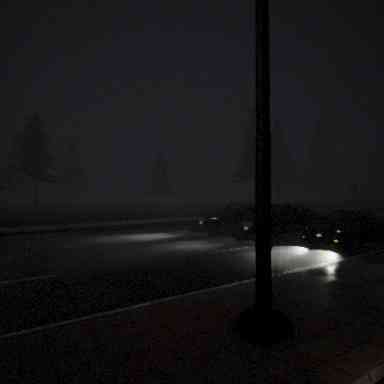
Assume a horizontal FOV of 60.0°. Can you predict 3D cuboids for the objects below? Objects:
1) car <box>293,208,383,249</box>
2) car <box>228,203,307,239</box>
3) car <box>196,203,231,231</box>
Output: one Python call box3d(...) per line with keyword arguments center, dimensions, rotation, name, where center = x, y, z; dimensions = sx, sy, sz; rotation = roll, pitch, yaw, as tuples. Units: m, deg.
box3d(center=(6.534, 1.480, 14.016), dimensions=(4.181, 1.385, 1.994), rotation=(-1, 0, -35), name="car")
box3d(center=(4.520, 1.404, 16.878), dimensions=(4.902, 1.511, 2.128), rotation=(-1, 0, -35), name="car")
box3d(center=(2.506, 1.403, 19.740), dimensions=(4.902, 1.511, 2.128), rotation=(-1, 0, -35), name="car")
